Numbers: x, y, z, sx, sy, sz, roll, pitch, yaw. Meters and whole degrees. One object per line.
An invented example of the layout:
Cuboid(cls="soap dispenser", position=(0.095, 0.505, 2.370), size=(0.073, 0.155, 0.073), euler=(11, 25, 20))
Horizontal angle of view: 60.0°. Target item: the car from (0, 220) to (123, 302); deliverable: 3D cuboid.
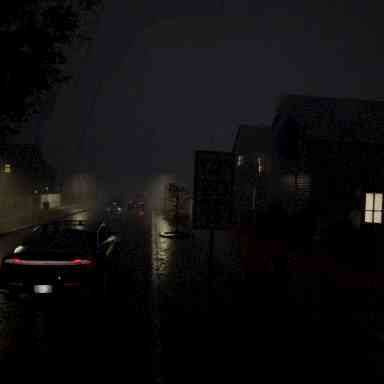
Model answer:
Cuboid(cls="car", position=(-2.825, 1.427, 8.093), size=(2.128, 1.511, 4.902), euler=(2, 0, -7))

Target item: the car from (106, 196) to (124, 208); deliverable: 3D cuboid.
Cuboid(cls="car", position=(-9.728, 1.229, 42.724), size=(1.994, 1.385, 4.181), euler=(2, 0, -7))

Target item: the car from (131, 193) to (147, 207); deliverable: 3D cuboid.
Cuboid(cls="car", position=(-7.648, 1.103, 48.608), size=(2.097, 1.767, 4.553), euler=(2, 0, -7))

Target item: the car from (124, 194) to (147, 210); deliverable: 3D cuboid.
Cuboid(cls="car", position=(-6.440, 1.312, 38.885), size=(1.812, 1.442, 4.674), euler=(2, 0, -6))
